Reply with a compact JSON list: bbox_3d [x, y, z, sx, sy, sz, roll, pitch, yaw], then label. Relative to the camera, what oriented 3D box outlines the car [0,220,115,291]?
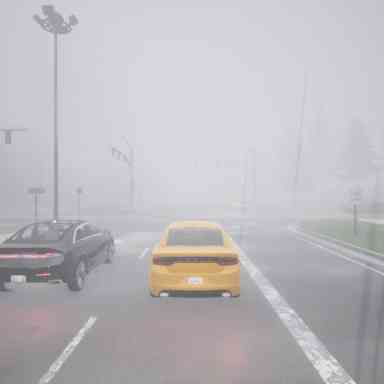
[{"bbox_3d":[-3.420,1.492,8.962,2.128,1.511,4.902,0,0,0],"label":"car"}]

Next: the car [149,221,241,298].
[{"bbox_3d":[0.072,1.478,8.578,1.882,1.535,5.008,0,0,0],"label":"car"}]

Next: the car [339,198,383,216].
[{"bbox_3d":[17.614,1.547,32.104,5.357,1.411,2.033,0,0,0],"label":"car"}]

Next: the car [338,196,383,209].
[{"bbox_3d":[19.796,1.491,39.118,4.902,1.511,2.128,0,0,0],"label":"car"}]
